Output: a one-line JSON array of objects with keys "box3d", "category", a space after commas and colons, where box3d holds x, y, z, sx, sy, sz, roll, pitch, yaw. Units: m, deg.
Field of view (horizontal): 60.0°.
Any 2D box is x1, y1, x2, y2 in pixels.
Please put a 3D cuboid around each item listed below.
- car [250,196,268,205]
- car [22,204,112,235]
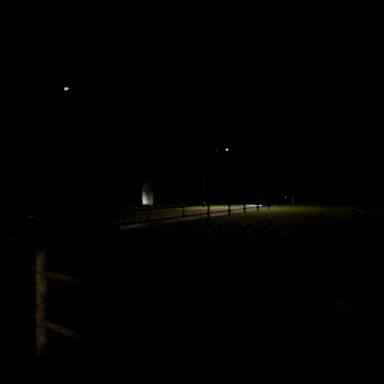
[{"box3d": [10.776, 1.316, 52.838, 1.994, 1.385, 4.181, 0, 0, 31], "category": "car"}, {"box3d": [-6.565, 1.405, 18.106, 1.882, 1.535, 5.008, 0, 0, 31], "category": "car"}]
